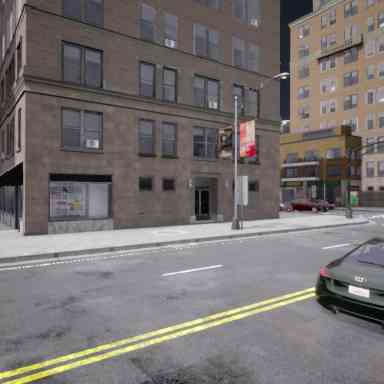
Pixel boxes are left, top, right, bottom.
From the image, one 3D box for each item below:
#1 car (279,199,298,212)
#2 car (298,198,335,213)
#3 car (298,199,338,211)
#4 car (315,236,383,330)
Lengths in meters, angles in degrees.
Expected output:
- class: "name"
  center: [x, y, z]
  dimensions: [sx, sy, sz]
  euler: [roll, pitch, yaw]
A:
- class: "car"
  center: [9.238, 1.420, 37.291]
  dimensions: [1.967, 1.590, 4.097]
  euler: [0, 0, -35]
- class: "car"
  center: [12.698, 1.468, 36.773]
  dimensions: [1.882, 1.535, 5.008]
  euler: [0, 0, -35]
- class: "car"
  center: [15.806, 1.576, 41.900]
  dimensions: [1.947, 1.339, 4.313]
  euler: [0, 0, -35]
- class: "car"
  center: [4.311, 1.564, 6.493]
  dimensions: [4.181, 1.385, 1.994]
  euler: [0, 0, -35]
